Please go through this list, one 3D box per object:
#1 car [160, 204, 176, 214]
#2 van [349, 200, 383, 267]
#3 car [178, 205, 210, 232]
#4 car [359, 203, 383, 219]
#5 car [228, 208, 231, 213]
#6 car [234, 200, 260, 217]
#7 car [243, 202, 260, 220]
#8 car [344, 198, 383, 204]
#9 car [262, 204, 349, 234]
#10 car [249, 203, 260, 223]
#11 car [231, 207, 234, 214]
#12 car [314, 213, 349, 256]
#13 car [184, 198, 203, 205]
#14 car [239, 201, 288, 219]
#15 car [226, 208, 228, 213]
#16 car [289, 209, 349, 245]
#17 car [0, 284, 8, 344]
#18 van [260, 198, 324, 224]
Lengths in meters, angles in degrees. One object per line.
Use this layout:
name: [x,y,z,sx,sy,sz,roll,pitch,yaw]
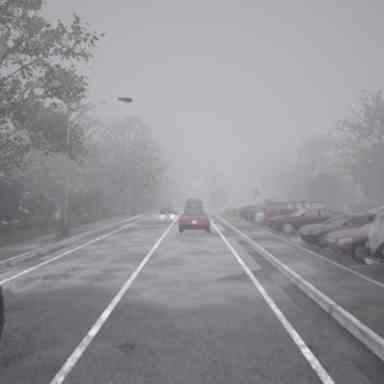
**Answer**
car: [-3.233,2.289,44.541,1.895,1.301,4.718,0,-2,0]
van: [6.967,1.293,8.951,4.442,1.987,1.878,0,-1,0]
car: [0.150,1.797,21.836,1.994,1.385,4.181,0,-1,0]
car: [20.054,1.899,33.672,5.366,1.575,1.946,0,-1,0]
car: [7.182,2.018,39.473,4.892,1.521,2.231,0,-1,0]
car: [7.123,1.611,31.158,5.566,2.045,2.435,0,-1,0]
car: [7.172,1.849,28.377,4.792,1.488,2.163,0,-1,0]
car: [20.275,1.699,36.444,5.566,2.045,2.435,0,-1,0]
car: [7.123,1.690,20.051,5.008,1.535,2.097,0,-1,0]
car: [7.137,1.817,25.602,4.674,1.452,2.002,0,-1,0]
car: [7.175,1.958,36.702,5.008,1.535,2.097,0,-1,0]
car: [7.094,1.602,11.723,4.674,1.452,2.002,0,-1,0]
car: [0.198,1.805,40.563,2.150,2.045,5.566,0,-1,0]
car: [7.191,1.782,33.927,4.553,1.767,2.185,0,-1,0]
car: [7.000,2.080,42.242,5.366,1.575,1.946,0,-1,0]
car: [7.070,1.634,14.500,4.792,1.488,2.163,0,-1,0]
car: [-3.346,1.508,2.387,2.128,1.511,4.902,0,0,0]
van: [7.242,1.508,22.830,4.442,1.987,1.878,0,-1,0]
